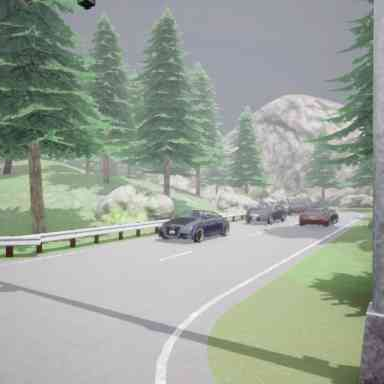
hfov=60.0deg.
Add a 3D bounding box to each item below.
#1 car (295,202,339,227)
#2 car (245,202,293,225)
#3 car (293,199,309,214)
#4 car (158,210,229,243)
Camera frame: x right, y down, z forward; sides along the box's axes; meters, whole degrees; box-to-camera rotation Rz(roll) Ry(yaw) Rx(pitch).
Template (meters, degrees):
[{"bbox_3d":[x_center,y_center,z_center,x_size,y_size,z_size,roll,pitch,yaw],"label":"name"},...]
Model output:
[{"bbox_3d":[8.973,1.653,23.390,1.994,1.385,4.181,0,-1,33],"label":"car"},{"bbox_3d":[5.587,1.516,24.780,2.128,1.511,4.902,0,0,33],"label":"car"},{"bbox_3d":[10.900,1.537,33.508,1.837,1.490,4.892,0,0,26],"label":"car"},{"bbox_3d":[0.201,1.581,16.420,1.994,1.385,4.181,0,0,33],"label":"car"}]
